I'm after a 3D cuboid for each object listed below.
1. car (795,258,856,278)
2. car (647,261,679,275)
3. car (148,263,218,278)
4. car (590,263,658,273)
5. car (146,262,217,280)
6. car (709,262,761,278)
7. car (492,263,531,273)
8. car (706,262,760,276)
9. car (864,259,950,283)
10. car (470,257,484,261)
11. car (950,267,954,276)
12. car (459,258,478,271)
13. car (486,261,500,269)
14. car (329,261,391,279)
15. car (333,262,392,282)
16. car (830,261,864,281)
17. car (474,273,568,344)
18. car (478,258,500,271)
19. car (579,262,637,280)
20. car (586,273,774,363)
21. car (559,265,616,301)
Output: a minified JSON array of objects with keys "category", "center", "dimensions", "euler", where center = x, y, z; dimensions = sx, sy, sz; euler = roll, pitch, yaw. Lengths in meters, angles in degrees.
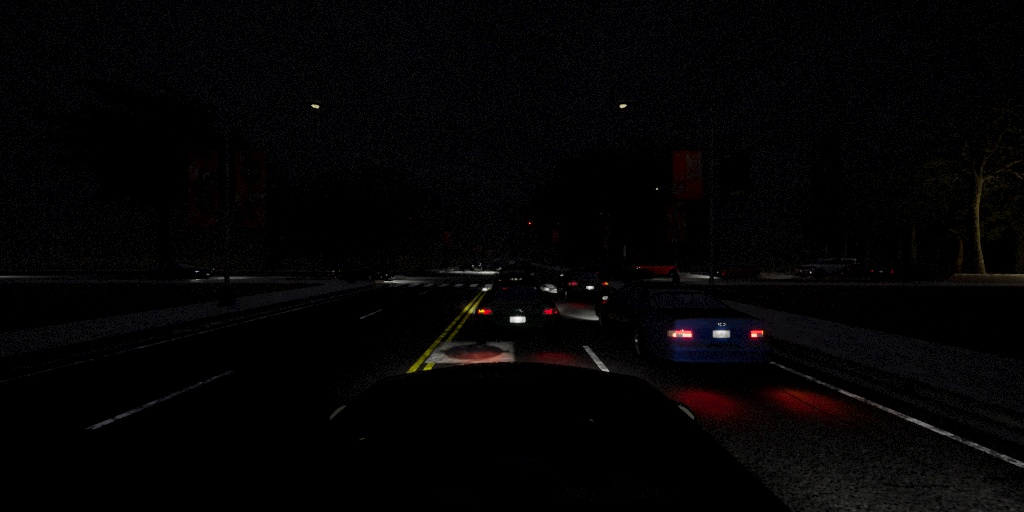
[{"category":"car","center":[32.688,1.231,37.161],"dimensions":[5.566,2.045,2.150],"euler":[0,0,0]},{"category":"car","center":[14.612,1.266,37.017],"dimensions":[4.553,1.767,2.097],"euler":[0,0,-1]},{"category":"car","center":[-30.424,1.322,33.252],"dimensions":[4.718,1.301,1.895],"euler":[0,0,-1]},{"category":"car","center":[9.344,1.471,30.295],"dimensions":[4.718,1.301,1.895],"euler":[1,0,0]},{"category":"car","center":[-27.824,1.250,30.028],"dimensions":[4.674,1.442,1.812],"euler":[0,0,0]},{"category":"car","center":[23.246,1.522,37.109],"dimensions":[4.181,1.385,1.994],"euler":[0,0,-2]},{"category":"car","center":[0.105,1.284,18.525],"dimensions":[1.837,1.490,4.892],"euler":[0,0,0]},{"category":"car","center":[24.817,1.476,40.355],"dimensions":[4.892,1.490,1.837],"euler":[0,0,-1]},{"category":"car","center":[33.463,1.355,30.470],"dimensions":[4.553,1.767,2.097],"euler":[0,0,0]},{"category":"car","center":[-6.530,1.194,62.014],"dimensions":[2.150,2.045,5.566],"euler":[0,0,0]},{"category":"car","center":[42.671,1.569,37.208],"dimensions":[4.902,1.511,2.128],"euler":[0,0,0]},{"category":"car","center":[-6.548,1.417,52.164],"dimensions":[1.837,1.490,4.892],"euler":[0,0,0]},{"category":"car","center":[-3.270,1.523,62.466],"dimensions":[2.033,1.411,5.357],"euler":[0,0,1]},{"category":"car","center":[-14.074,1.271,33.405],"dimensions":[4.902,1.511,2.128],"euler":[0,0,-1]},{"category":"car","center":[-12.029,1.345,29.371],"dimensions":[4.181,1.385,1.994],"euler":[0,0,14]},{"category":"car","center":[33.517,1.486,33.731],"dimensions":[5.008,1.535,1.882],"euler":[0,0,-1]},{"category":"car","center":[0.110,1.321,9.619],"dimensions":[1.994,1.385,4.181],"euler":[0,0,0]},{"category":"car","center":[-3.296,1.406,52.714],"dimensions":[2.128,1.511,4.902],"euler":[0,0,0]},{"category":"car","center":[8.882,1.365,33.543],"dimensions":[4.902,1.511,2.128],"euler":[1,0,0]},{"category":"car","center":[3.356,1.303,8.269],"dimensions":[2.033,1.411,5.357],"euler":[0,0,0]},{"category":"car","center":[3.363,1.340,17.512],"dimensions":[1.994,1.385,4.181],"euler":[0,0,0]}]
